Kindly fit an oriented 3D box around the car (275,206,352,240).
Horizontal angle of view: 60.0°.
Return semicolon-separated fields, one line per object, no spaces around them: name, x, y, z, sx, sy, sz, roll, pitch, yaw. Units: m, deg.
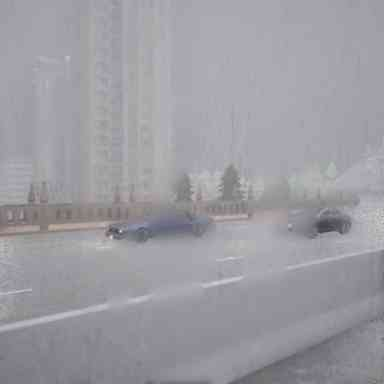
car;6.366;1.502;17.219;4.902;1.511;2.128;0;0;-36

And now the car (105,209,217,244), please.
car;-1.325;1.551;15.950;5.357;1.411;2.033;0;0;-36
